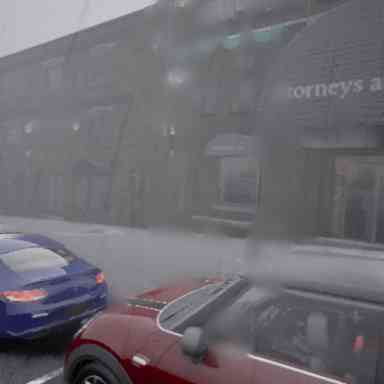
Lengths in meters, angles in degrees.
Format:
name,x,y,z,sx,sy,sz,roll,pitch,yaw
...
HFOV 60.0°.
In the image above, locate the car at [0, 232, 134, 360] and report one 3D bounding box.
name,x,y,z,sx,sy,sz,roll,pitch,yaw
car,-3.485,1.471,6.023,4.674,1.452,2.002,1,0,36
